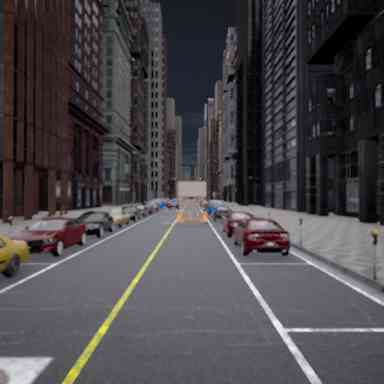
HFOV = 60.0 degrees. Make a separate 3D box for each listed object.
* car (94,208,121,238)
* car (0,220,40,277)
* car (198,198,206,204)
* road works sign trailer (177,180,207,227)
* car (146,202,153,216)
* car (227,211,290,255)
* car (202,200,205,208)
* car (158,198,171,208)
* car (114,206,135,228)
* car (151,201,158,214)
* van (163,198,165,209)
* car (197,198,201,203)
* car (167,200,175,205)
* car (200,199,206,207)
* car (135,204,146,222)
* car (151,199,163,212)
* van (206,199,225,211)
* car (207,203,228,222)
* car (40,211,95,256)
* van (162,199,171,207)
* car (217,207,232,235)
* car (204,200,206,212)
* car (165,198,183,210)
[{"bbox_3d":[-5.766,1.827,19.568,1.947,1.339,4.313,0,-1,0],"label":"car"},{"bbox_3d":[-5.765,1.634,8.127,1.752,1.417,4.829,0,-1,0],"label":"car"},{"bbox_3d":[2.753,2.436,64.673,1.887,1.381,4.507,0,-1,0],"label":"car"},{"bbox_3d":[-0.003,0.816,26.258,2.380,3.560,2.880,0,-1,0],"label":"road works sign trailer"},{"bbox_3d":[-5.768,2.073,36.477,1.802,1.307,4.206,0,-1,0],"label":"car"},{"bbox_3d":[2.760,1.731,13.951,1.887,1.381,4.507,0,-1,0],"label":"car"},{"bbox_3d":[2.755,2.232,47.765,1.802,1.307,4.206,0,-1,0],"label":"car"},{"bbox_3d":[-5.773,2.288,70.296,2.192,1.841,5.009,0,-1,0],"label":"car"},{"bbox_3d":[-5.767,1.860,25.035,1.752,1.417,4.829,0,-1,0],"label":"car"},{"bbox_3d":[-5.769,2.136,42.113,1.947,1.339,4.313,0,-1,0],"label":"car"},{"bbox_3d":[-5.771,2.070,53.388,1.690,1.788,3.998,0,-1,0],"label":"van"},{"bbox_3d":[2.751,2.371,75.947,2.192,1.841,5.009,0,-1,0],"label":"car"},{"bbox_3d":[-5.775,2.851,92.837,1.887,1.381,4.507,0,-1,0],"label":"car"},{"bbox_3d":[2.755,2.281,53.402,2.008,1.369,4.403,0,-1,0],"label":"car"},{"bbox_3d":[-5.767,1.980,30.840,1.947,1.339,4.313,0,-1,0],"label":"car"},{"bbox_3d":[-5.770,2.089,47.751,1.967,1.590,4.097,0,-1,0],"label":"car"},{"bbox_3d":[2.756,1.833,36.497,1.690,1.788,3.998,0,-1,0],"label":"van"},{"bbox_3d":[2.757,1.965,30.858,2.008,1.369,4.403,0,-1,0],"label":"car"},{"bbox_3d":[-5.765,1.730,13.933,1.887,1.381,4.507,0,-1,0],"label":"car"},{"bbox_3d":[-5.774,2.396,75.931,1.690,1.788,3.998,0,-1,0],"label":"van"},{"bbox_3d":[2.759,1.806,19.587,1.887,1.381,4.507,0,-1,0],"label":"car"},{"bbox_3d":[2.756,2.121,42.130,2.008,1.369,4.403,0,-1,0],"label":"car"},{"bbox_3d":[-3.067,2.282,56.750,1.837,1.490,4.892,0,-1,0],"label":"car"}]
